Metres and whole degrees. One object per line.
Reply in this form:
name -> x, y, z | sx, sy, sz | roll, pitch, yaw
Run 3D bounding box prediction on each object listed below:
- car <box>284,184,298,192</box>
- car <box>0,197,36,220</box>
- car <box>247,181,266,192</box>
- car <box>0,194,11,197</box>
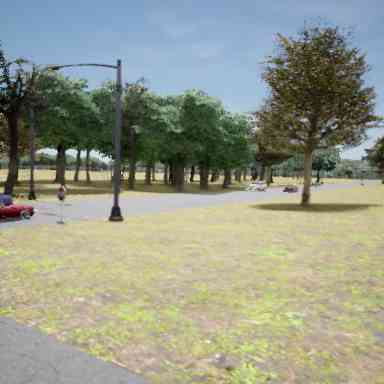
car -> 21.504, -0.919, 71.823 | 2.097, 1.767, 4.553 | 4, 4, 28
car -> -12.574, 1.225, 21.147 | 1.895, 1.301, 4.718 | 4, 4, 35
car -> 13.639, -1.156, 69.698 | 2.150, 2.045, 5.566 | 4, 4, 35
car -> -17.048, 0.734, 26.885 | 1.812, 1.442, 4.674 | 4, 5, 35
